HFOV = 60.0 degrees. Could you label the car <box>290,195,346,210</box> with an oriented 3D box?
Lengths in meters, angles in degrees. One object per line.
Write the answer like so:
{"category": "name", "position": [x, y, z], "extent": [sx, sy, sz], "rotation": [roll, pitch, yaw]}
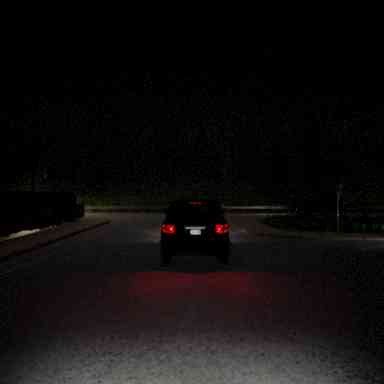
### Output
{"category": "car", "position": [13.424, 1.323, 35.557], "extent": [5.566, 2.045, 2.150], "rotation": [0, 0, 0]}

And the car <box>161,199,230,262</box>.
{"category": "car", "position": [0.101, 1.258, 12.329], "extent": [2.150, 2.045, 5.566], "rotation": [0, 0, 0]}
